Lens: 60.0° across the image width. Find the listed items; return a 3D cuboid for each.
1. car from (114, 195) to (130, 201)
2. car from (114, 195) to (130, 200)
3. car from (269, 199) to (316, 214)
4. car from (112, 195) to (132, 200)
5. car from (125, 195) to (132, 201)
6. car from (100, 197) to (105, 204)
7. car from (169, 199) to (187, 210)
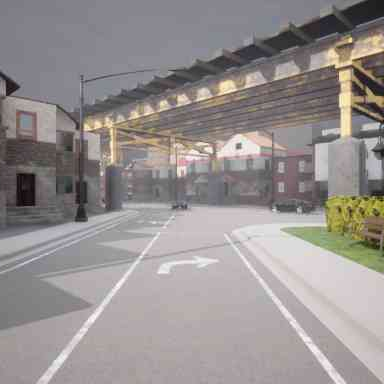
[{"bbox_3d":[-17.613,1.492,83.762,2.038,1.542,4.974,0,0,15],"label":"car"},{"bbox_3d":[-17.600,1.334,83.813,1.853,1.218,4.536,0,0,15],"label":"car"},{"bbox_3d":[10.513,1.522,35.151,1.837,1.490,4.892,0,0,-45],"label":"car"},{"bbox_3d":[-16.881,1.333,80.108,4.536,1.218,1.853,0,0,-15],"label":"car"},{"bbox_3d":[-16.931,1.490,80.094,4.974,1.542,2.038,0,0,-15],"label":"car"},{"bbox_3d":[-15.245,1.533,61.155,1.837,1.490,4.892,0,0,-45],"label":"car"},{"bbox_3d":[-1.871,1.621,44.047,1.895,1.301,4.718,0,0,-8],"label":"car"}]
